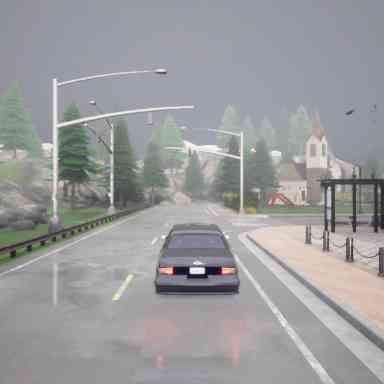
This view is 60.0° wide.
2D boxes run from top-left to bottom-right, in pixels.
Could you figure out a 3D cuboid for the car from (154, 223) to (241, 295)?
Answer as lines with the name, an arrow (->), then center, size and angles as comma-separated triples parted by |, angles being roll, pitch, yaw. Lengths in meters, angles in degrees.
car -> 0.098, 1.547, 8.849 | 2.033, 1.411, 5.357 | 0, 0, 0
